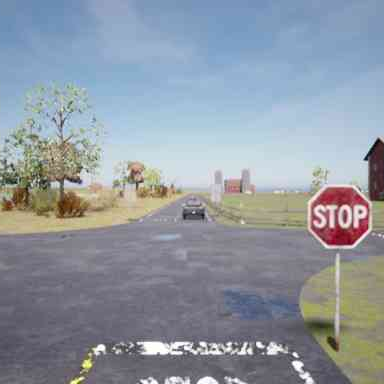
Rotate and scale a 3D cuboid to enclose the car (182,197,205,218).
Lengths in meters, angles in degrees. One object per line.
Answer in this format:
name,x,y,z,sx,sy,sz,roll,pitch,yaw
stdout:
car,0.154,1.485,29.707,2.128,1.511,4.902,0,0,0
